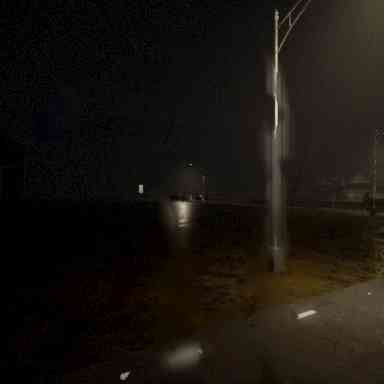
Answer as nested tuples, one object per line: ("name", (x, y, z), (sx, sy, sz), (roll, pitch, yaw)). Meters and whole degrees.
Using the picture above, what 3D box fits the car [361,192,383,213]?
("car", (19.415, 1.065, 32.265), (2.150, 2.045, 5.566), (2, 0, -38))

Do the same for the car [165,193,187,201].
("car", (-2.844, 0.943, 63.537), (1.882, 1.535, 5.008), (2, -1, -35))

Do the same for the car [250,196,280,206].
("car", (9.940, 1.215, 45.346), (1.994, 1.385, 4.181), (2, 0, -35))

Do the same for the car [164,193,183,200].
("car", (-3.998, 0.948, 71.235), (1.895, 1.301, 4.718), (2, -1, -35))

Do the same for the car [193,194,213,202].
("car", (2.043, 1.092, 62.709), (1.837, 1.490, 4.892), (2, -1, -35))
